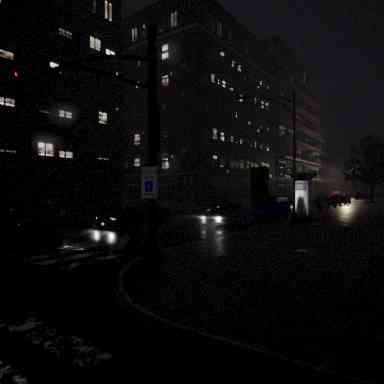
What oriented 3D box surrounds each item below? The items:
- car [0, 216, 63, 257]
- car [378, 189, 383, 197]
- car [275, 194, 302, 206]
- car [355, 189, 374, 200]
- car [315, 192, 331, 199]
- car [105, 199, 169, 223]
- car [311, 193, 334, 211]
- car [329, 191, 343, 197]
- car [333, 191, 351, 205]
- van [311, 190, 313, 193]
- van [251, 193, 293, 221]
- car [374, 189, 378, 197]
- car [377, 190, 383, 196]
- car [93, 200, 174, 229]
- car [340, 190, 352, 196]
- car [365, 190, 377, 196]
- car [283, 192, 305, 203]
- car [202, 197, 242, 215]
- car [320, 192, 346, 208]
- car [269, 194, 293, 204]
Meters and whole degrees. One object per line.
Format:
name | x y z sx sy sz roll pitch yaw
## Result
car | -6.498 1.468 11.027 1.994 1.385 4.181 0 1 36
car | 41.848 0.355 74.293 1.887 1.381 4.507 1 1 36
car | 12.253 0.970 42.124 1.994 1.385 4.181 0 1 36
car | 28.709 0.563 55.892 1.967 1.590 4.097 1 1 36
car | 25.720 0.619 65.270 1.802 1.307 4.206 1 1 36
car | -3.812 1.281 23.916 1.887 1.381 4.507 1 1 36
car | 12.285 1.077 32.897 1.947 1.339 4.313 1 1 36
car | 32.282 0.426 74.458 1.887 1.381 4.507 1 1 36
car | 18.854 0.922 42.096 1.947 1.339 4.313 1 1 36
van | 19.158 0.535 56.075 1.690 1.788 3.998 1 1 36
van | 5.716 1.008 23.693 1.690 1.788 3.998 1 1 36
car | 31.993 0.589 60.494 1.887 1.381 4.507 1 1 36
car | 45.132 0.314 78.893 1.802 1.307 4.206 1 1 36
car | -3.343 1.321 20.351 2.033 1.411 5.357 0 1 36
car | 38.845 0.276 83.648 2.008 1.369 4.403 1 1 36
car | 44.238 0.215 82.070 1.994 1.385 4.181 0 1 36
car | 15.777 0.799 51.346 1.752 1.417 4.829 1 1 36
car | 2.702 1.157 28.812 1.812 1.442 4.674 0 1 36
car | 15.570 0.978 37.496 1.887 1.381 4.507 1 1 36
car | 12.595 0.931 46.891 1.802 1.307 4.206 1 1 36
